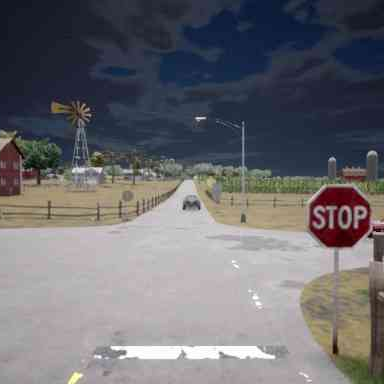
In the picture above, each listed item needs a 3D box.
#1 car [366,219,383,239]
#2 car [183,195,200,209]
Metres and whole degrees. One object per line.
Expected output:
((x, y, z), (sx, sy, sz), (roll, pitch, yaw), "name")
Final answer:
((10.193, 1.745, 16.166), (4.718, 1.301, 1.895), (1, 2, -4), "car")
((-0.036, 1.145, 41.450), (2.097, 1.767, 4.553), (0, 1, 0), "car")
